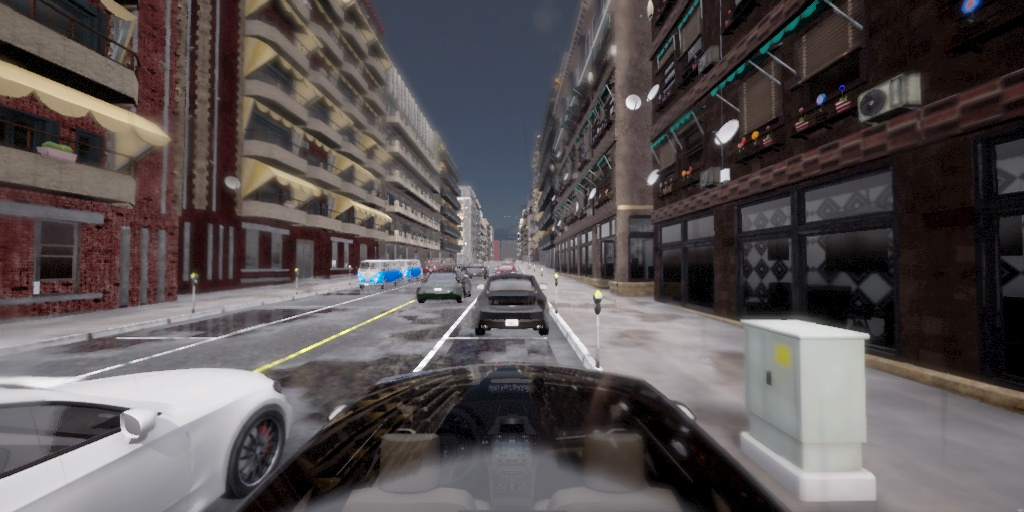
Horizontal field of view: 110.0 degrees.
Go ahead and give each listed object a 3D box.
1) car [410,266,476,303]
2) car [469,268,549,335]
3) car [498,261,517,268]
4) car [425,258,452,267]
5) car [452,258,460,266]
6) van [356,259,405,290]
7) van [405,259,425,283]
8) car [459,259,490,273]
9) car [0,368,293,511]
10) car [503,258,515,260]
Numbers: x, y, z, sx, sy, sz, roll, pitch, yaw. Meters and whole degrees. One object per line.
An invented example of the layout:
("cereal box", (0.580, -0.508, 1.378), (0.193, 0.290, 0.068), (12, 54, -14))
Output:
("car", (-3.020, 1.333, 16.636), (1.994, 1.385, 4.181), (0, 0, 0))
("car", (0.000, 1.258, 10.503), (1.837, 1.490, 4.892), (0, 0, 0))
("car", (-0.452, 1.321, 28.073), (1.888, 1.381, 4.507), (0, 0, 0))
("car", (-8.335, 1.114, 39.194), (2.192, 1.841, 5.009), (0, 0, 0))
("car", (-8.335, 1.127, 44.724), (2.192, 1.841, 5.009), (0, 0, 0))
("van", (-8.335, 1.107, 22.603), (1.690, 1.789, 3.998), (0, 0, 0))
("van", (-8.335, 1.117, 28.134), (1.690, 1.789, 3.998), (0, 0, 0))
("car", (-3.020, 1.279, 31.642), (2.128, 1.511, 4.902), (0, 0, 0))
("car", (-3.020, 1.275, 1.501), (1.812, 1.442, 4.674), (0, 0, 0))
("car", (-0.445, 1.239, 39.134), (1.967, 1.591, 4.097), (0, 0, 0))
